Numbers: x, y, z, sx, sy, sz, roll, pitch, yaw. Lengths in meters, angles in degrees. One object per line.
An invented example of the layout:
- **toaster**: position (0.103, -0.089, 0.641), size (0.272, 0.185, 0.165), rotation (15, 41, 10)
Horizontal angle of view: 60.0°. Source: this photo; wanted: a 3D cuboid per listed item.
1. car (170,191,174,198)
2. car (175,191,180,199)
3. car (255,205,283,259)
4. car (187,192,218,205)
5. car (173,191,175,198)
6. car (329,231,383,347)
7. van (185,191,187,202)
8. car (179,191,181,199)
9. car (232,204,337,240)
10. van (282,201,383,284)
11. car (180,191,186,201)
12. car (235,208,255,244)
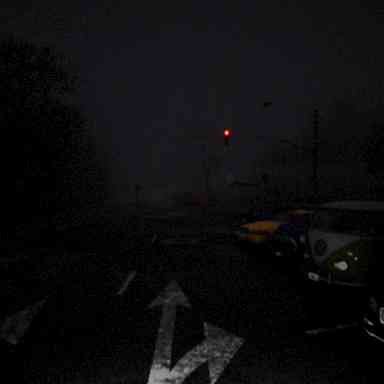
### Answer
- **car**: position (-2.317, 0.824, 90.367), size (5.566, 2.045, 2.435), rotation (0, 0, -27)
- **car**: position (-0.053, 0.935, 72.499), size (5.566, 2.045, 2.435), rotation (0, 0, -27)
- **car**: position (4.678, 1.284, 10.789), size (4.553, 1.767, 2.185), rotation (1, 1, -22)
- **car**: position (2.041, 1.204, 54.558), size (4.553, 1.767, 2.185), rotation (0, 0, -26)
- **car**: position (-1.615, 0.978, 84.382), size (4.553, 1.767, 2.185), rotation (0, 0, -27)
- **car**: position (4.752, 1.451, 4.739), size (4.892, 1.521, 2.231), rotation (1, 1, -21)
- **van**: position (1.639, 1.080, 57.507), size (4.442, 1.987, 1.878), rotation (0, 1, -27)
- **car**: position (1.058, 1.006, 63.555), size (5.566, 2.045, 2.435), rotation (0, 0, -27)
- **car**: position (4.659, 1.406, 16.779), size (4.792, 1.488, 2.163), rotation (1, 0, -22)
- **van**: position (4.601, 1.203, 7.714), size (4.442, 1.987, 1.878), rotation (1, 1, -21)
- **car**: position (1.370, 1.030, 60.534), size (5.566, 2.045, 2.435), rotation (0, 1, -27)
- **car**: position (4.398, 1.385, 13.730), size (5.366, 1.575, 1.946), rotation (1, 1, -22)
